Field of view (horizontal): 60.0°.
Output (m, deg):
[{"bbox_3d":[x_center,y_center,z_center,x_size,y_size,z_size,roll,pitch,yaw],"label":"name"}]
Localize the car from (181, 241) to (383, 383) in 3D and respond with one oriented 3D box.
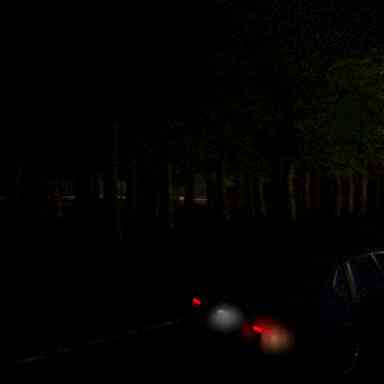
[{"bbox_3d":[2.431,1.560,5.481,5.357,1.411,2.033,0,0,-36],"label":"car"}]
